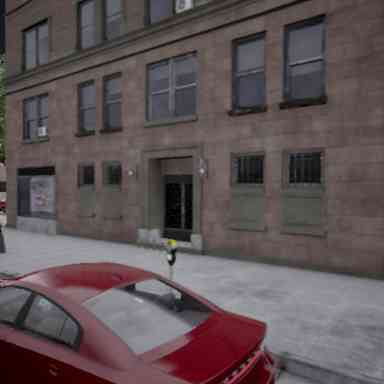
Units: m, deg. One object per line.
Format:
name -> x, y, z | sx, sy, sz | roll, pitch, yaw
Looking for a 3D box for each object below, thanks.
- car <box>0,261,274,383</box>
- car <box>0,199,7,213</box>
car -> -1.367, 1.494, 3.754 | 4.507, 1.381, 1.887 | 1, 1, 35
car -> -13.687, 1.000, 28.185 | 1.882, 1.535, 5.008 | 1, 1, 35
